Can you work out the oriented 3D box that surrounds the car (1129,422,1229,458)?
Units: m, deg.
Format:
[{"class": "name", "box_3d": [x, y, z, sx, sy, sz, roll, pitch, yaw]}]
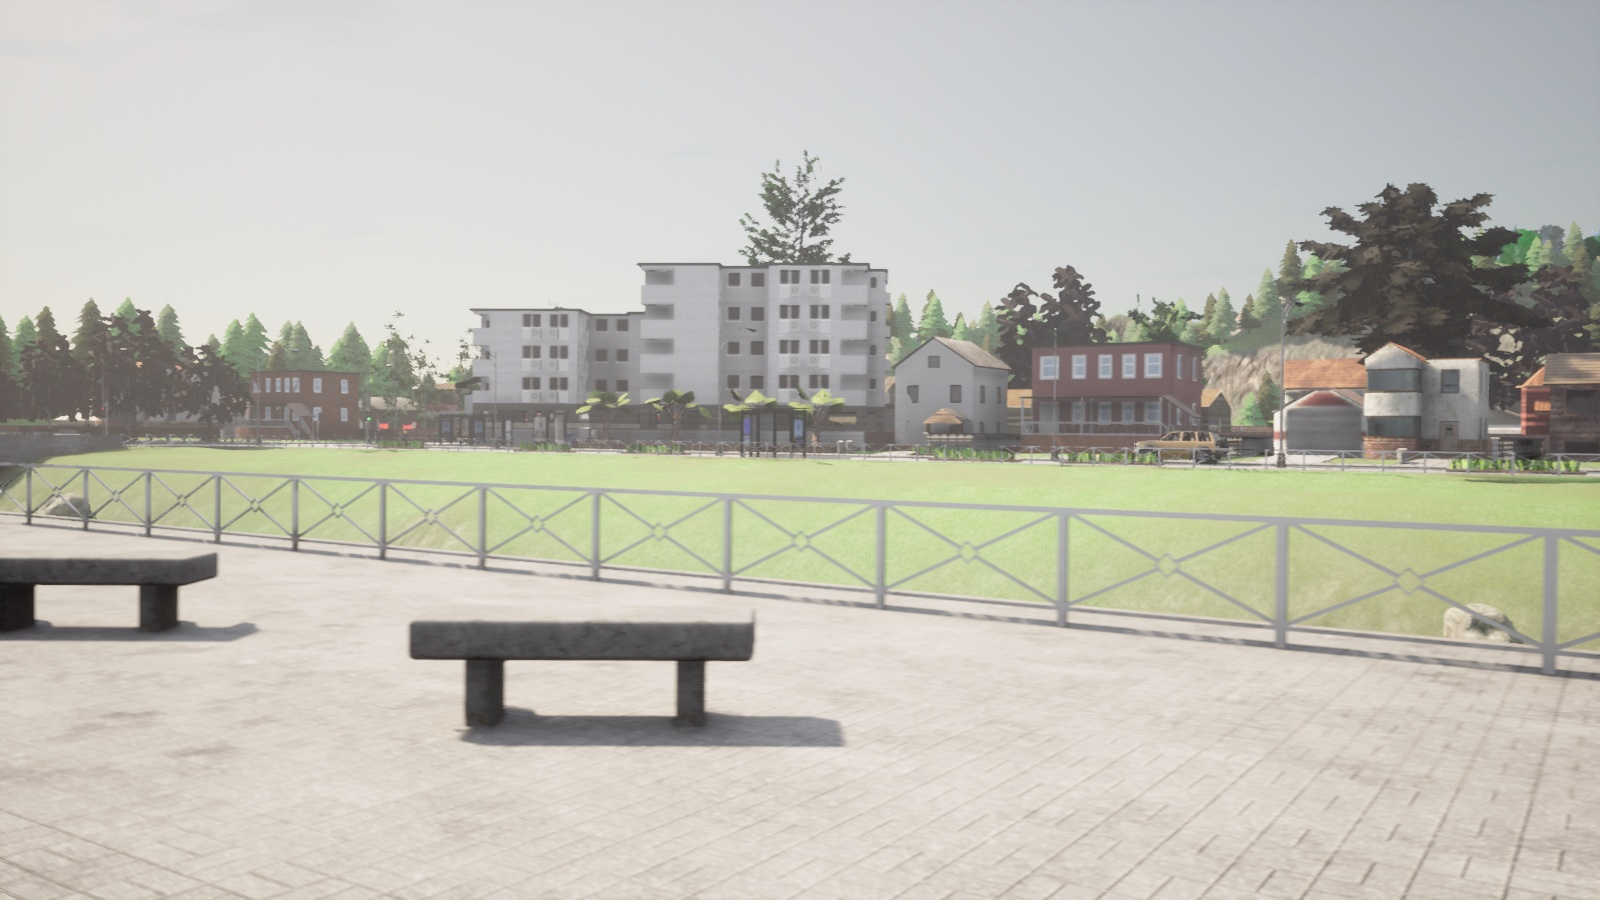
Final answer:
[{"class": "car", "box_3d": [19.675, -0.520, 65.212, 4.605, 1.855, 1.932, 0, 1, 34]}]
